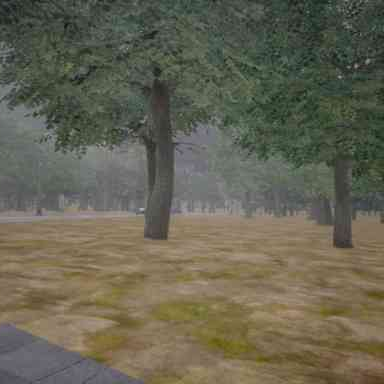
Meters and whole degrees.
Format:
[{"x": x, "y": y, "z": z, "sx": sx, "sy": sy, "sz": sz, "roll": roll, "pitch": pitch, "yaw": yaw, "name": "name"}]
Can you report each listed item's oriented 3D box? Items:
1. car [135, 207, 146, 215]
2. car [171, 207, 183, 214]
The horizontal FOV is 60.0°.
[{"x": -8.510, "y": 3.562, "z": 61.203, "sx": 1.812, "sy": 1.442, "sz": 4.674, "roll": 0, "pitch": -3, "yaw": 29, "name": "car"}, {"x": -3.875, "y": 3.966, "z": 69.945, "sx": 2.033, "sy": 1.411, "sz": 5.357, "roll": 0, "pitch": -3, "yaw": 28, "name": "car"}]
